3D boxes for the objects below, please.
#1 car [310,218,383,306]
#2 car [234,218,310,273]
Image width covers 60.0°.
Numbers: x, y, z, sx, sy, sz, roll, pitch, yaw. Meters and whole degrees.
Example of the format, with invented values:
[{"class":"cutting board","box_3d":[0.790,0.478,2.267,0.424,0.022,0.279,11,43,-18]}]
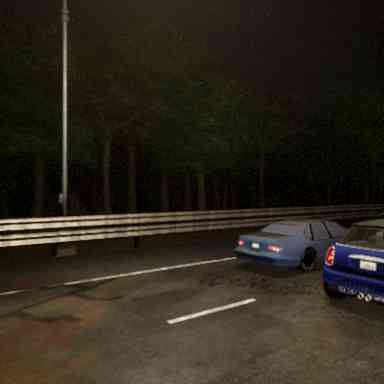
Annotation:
[{"class":"car","box_3d":[4.918,1.357,7.255,4.553,1.767,2.097,0,0,-35]},{"class":"car","box_3d":[3.824,1.554,10.774,5.357,1.411,2.033,0,0,-36]}]
